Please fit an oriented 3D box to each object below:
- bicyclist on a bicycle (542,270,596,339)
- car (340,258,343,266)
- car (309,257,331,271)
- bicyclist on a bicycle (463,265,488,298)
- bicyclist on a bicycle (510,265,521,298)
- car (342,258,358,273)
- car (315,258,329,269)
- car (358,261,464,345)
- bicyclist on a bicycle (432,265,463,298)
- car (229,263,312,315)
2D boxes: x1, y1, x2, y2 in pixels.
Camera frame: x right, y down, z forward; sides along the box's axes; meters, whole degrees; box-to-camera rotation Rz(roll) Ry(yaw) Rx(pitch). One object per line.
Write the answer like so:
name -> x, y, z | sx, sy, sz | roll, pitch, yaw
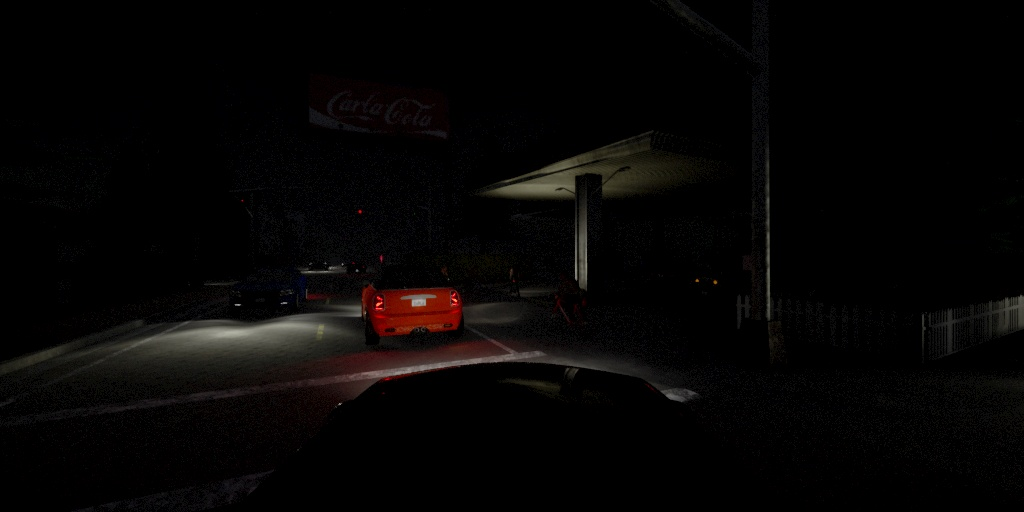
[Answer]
bicyclist on a bicycle -> 1.403, 1.181, 8.962 | 0.582, 1.620, 1.656 | 3, -2, -45
car -> -25.204, 1.153, 55.234 | 2.033, 1.411, 5.357 | 0, 0, -26
car -> -24.993, 0.975, 46.385 | 2.097, 1.767, 4.553 | 0, 0, -26
bicyclist on a bicycle -> -1.948, 1.267, 17.941 | 1.656, 1.620, 0.582 | 1, 0, -23
bicyclist on a bicycle -> 0.156, 1.271, 18.132 | 0.582, 1.620, 1.656 | 0, 0, 14
car -> -17.559, 1.218, 40.144 | 1.895, 1.301, 4.718 | 0, 0, -28
car -> -29.236, 1.119, 55.298 | 1.837, 1.490, 4.892 | 0, 0, -26
car -> -2.829, 1.002, 9.502 | 2.097, 1.767, 4.553 | 0, 0, -24
bicyclist on a bicycle -> -3.204, 1.236, 16.513 | 1.656, 1.620, 0.582 | 1, 0, 35
car -> -8.951, 1.149, 13.517 | 1.882, 1.535, 5.008 | 1, -1, -25
